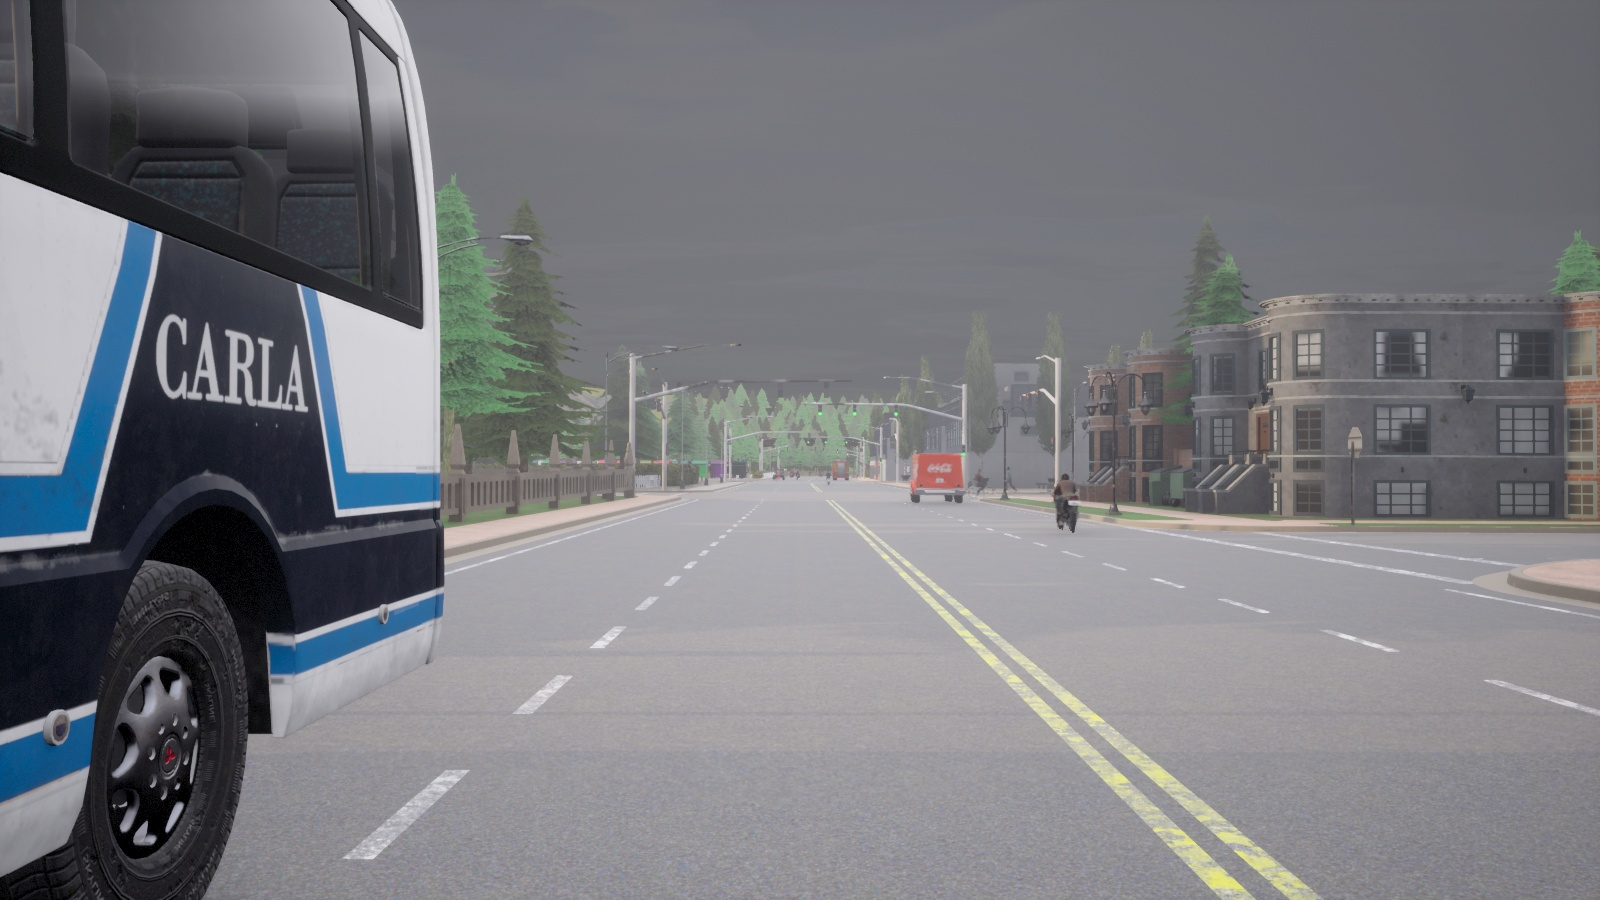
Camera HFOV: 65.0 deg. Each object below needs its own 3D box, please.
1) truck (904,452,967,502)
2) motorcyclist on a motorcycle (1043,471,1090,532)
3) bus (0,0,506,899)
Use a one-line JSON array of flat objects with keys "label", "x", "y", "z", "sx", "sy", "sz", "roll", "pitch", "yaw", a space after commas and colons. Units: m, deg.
[{"label": "truck", "x": 6.851, "y": 1.374, "z": 64.081, "sx": 2.627, "sy": 2.467, "sz": 5.204, "roll": 0, "pitch": -1, "yaw": 0}, {"label": "motorcyclist on a motorcycle", "x": 6.925, "y": 1.317, "z": 32.717, "sx": 0.797, "sy": 1.523, "sz": 2.044, "roll": 0, "pitch": -1, "yaw": 0}, {"label": "bus", "x": -3.508, "y": -0.523, "z": 1.472, "sx": 3.944, "sy": 4.253, "sz": 10.273, "roll": 0, "pitch": -1, "yaw": 0}]
